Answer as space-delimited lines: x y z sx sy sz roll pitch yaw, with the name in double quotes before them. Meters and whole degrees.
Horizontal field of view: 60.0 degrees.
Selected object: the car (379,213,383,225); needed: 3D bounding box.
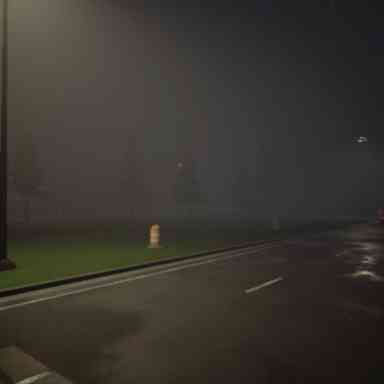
"car" 20.842 2.640 34.422 2.033 1.411 5.357 -2 -3 40
